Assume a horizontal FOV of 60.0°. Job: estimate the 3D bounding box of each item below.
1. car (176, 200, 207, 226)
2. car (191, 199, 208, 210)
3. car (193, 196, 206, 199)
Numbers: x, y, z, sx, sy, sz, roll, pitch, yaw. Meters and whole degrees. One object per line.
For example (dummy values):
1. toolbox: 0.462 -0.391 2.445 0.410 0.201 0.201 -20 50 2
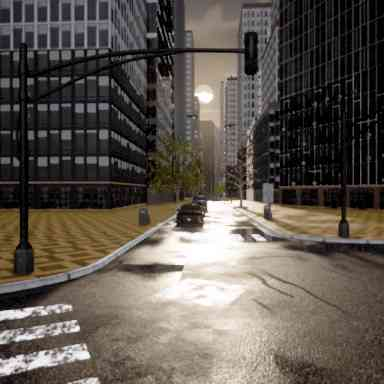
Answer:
1. car: -0.069 1.642 25.293 1.882 1.535 5.008 0 0 3
2. car: 0.493 1.761 35.497 1.812 1.442 4.674 0 0 3
3. car: 1.077 1.533 46.141 2.150 2.045 5.566 0 0 3
